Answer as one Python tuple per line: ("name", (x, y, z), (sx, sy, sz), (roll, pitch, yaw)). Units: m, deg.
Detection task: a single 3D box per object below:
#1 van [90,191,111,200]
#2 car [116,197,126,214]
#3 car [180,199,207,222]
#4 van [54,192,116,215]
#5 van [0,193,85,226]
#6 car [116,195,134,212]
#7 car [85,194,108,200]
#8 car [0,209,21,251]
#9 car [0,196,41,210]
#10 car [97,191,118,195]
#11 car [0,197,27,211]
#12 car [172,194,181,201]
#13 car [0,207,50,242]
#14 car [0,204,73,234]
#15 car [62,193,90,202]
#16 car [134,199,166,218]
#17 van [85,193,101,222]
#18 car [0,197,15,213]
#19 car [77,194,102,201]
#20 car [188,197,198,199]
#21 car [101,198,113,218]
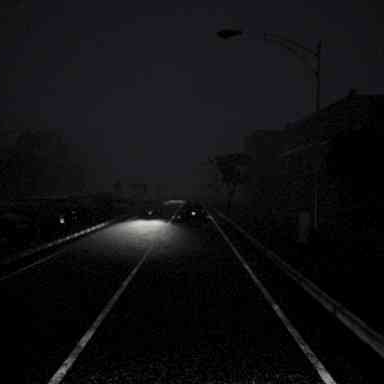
("van", (-21.987, 0.855, 80.119), (4.442, 1.987, 1.878), (0, 0, 0))
("car", (-8.972, 1.439, 30.992), (4.674, 1.452, 2.002), (0, 0, 0))
("car", (0.106, 1.496, 25.649), (1.994, 1.385, 4.181), (0, 0, 0))
("van", (-9.083, 1.193, 28.187), (4.442, 1.987, 1.878), (0, 0, 0))
("van", (-9.074, 1.244, 19.776), (4.442, 1.987, 1.878), (0, 0, 0))
("car", (-8.787, 1.377, 33.795), (5.366, 1.575, 1.946), (0, 0, 0))
("car", (-22.131, 1.127, 77.347), (4.792, 1.488, 2.163), (0, 0, 0))
("car", (-8.954, 1.496, 11.363), (4.892, 1.521, 2.231), (0, 0, 0))
("car", (-21.875, 1.328, 41.265), (5.366, 1.575, 1.946), (0, 0, 0))
("car", (-8.948, 1.110, 36.597), (5.566, 2.045, 2.435), (0, 0, 0))
("car", (-22.087, 1.380, 38.490), (4.792, 1.488, 2.163), (0, 0, 0))
("car", (-3.232, 1.132, 70.548), (1.895, 1.301, 4.718), (0, 1, 0))
("car", (-8.948, 1.531, 14.166), (4.674, 1.452, 2.002), (0, 0, 0))
("car", (-8.983, 1.513, 16.974), (4.792, 1.488, 2.163), (0, 0, 0))
("car", (-22.117, 1.057, 63.469), (4.553, 1.767, 2.185), (0, 0, 0))
("car", (-3.339, 1.408, 29.034), (2.128, 1.511, 4.902), (0, 0, 0))
("van", (-8.844, 1.230, 22.577), (4.442, 1.987, 1.878), (0, 0, 0))
("car", (-22.061, 1.370, 35.715), (4.892, 1.521, 2.231), (0, 0, 0))
("car", (-22.124, 1.160, 71.795), (4.792, 1.488, 2.163), (0, 0, 0))
("car", (0.111, 1.389, 41.698), (2.033, 1.411, 5.357), (0, 0, 0))
("car", (-8.958, 1.437, 25.386), (5.008, 1.535, 2.097), (0, 0, 0))
